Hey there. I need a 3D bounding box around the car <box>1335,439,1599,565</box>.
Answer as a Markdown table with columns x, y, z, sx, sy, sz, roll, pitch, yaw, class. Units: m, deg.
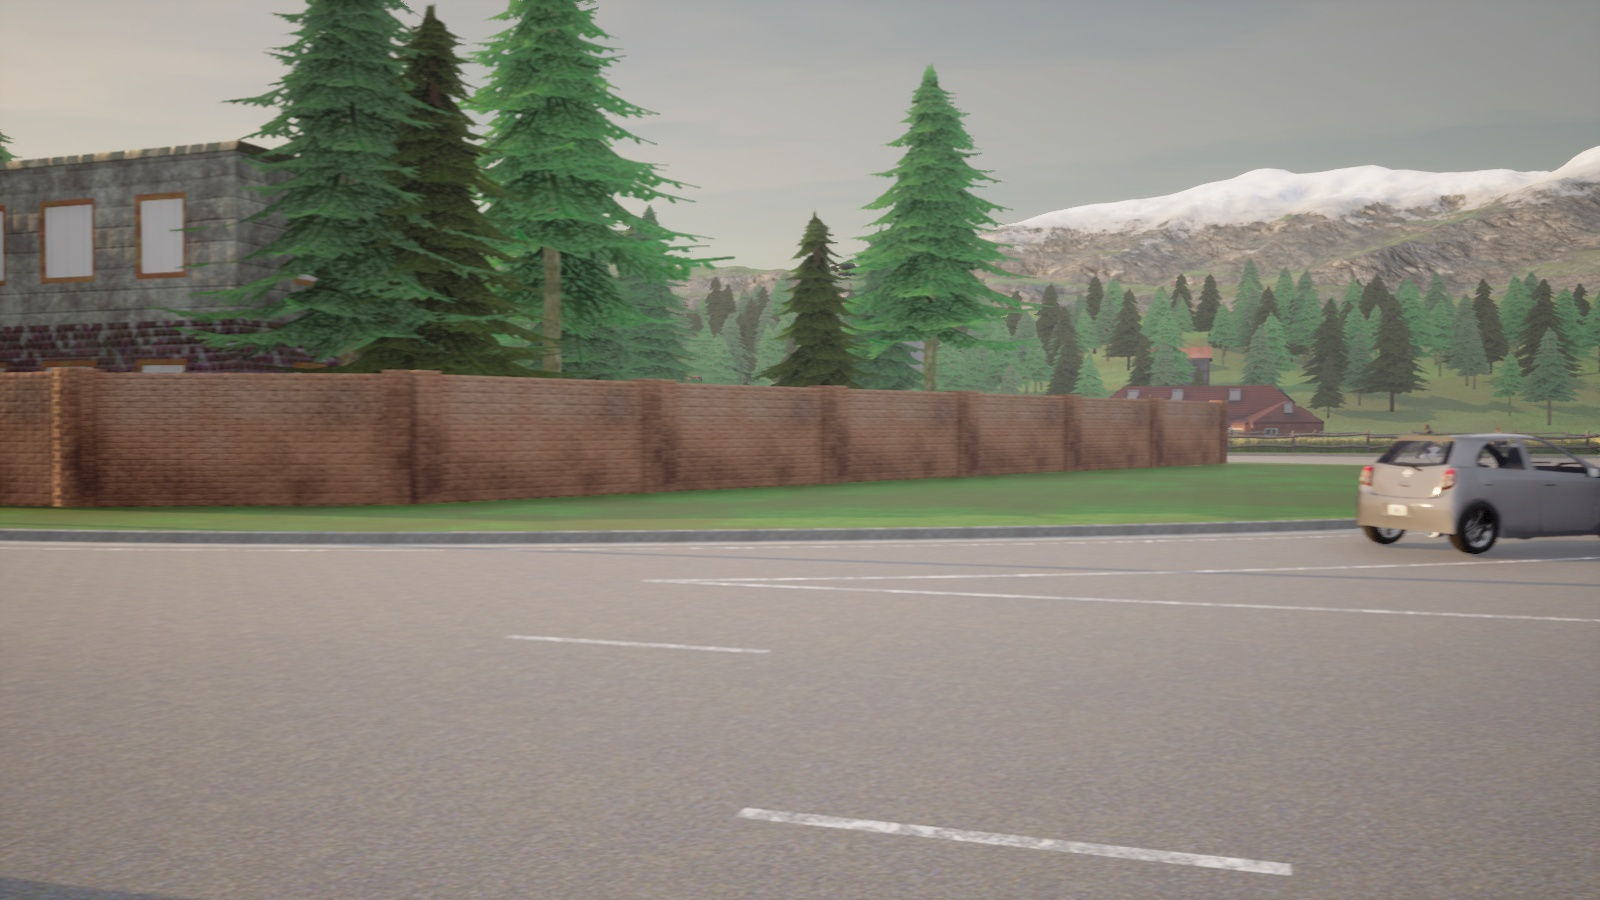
| x | y | z | sx | sy | sz | roll | pitch | yaw | class |
| --- | --- | --- | --- | --- | --- | --- | --- | --- | --- |
| 9.217 | 0.619 | 16.605 | 3.633 | 1.501 | 1.845 | 0 | 1 | -20 | car |
